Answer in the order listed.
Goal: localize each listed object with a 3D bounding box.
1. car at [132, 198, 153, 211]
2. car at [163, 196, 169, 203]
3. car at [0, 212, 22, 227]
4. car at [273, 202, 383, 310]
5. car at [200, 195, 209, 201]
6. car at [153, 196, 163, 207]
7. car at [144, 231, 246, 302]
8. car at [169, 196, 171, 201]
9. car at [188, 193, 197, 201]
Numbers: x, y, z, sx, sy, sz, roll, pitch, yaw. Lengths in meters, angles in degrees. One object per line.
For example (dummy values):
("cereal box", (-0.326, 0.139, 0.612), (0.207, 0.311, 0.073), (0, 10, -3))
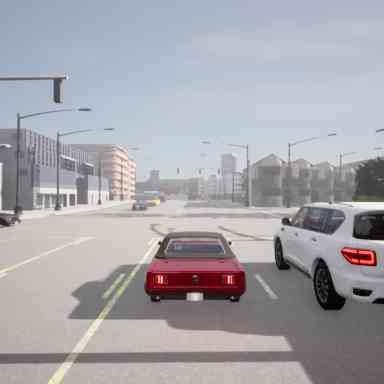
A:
("car", (-7.077, 1.853, 46.033), (2.128, 1.511, 4.902), (0, 0, 1))
("car", (-6.973, 1.686, 77.486), (1.837, 1.490, 4.892), (0, 1, 0))
("car", (-14.314, 1.656, 21.975), (5.357, 1.411, 2.033), (0, -1, -4))
("car", (3.566, 1.234, 7.953), (2.150, 2.045, 5.566), (0, 0, 0))
("car", (3.531, 1.525, 89.274), (2.097, 1.767, 4.553), (0, -1, 0))
("car", (-7.035, 1.864, 62.067), (1.882, 1.535, 5.008), (0, 0, 0))
("car", (0.072, 1.617, 8.246), (1.895, 1.301, 4.718), (0, 0, 0))
("car", (-6.968, 1.722, 92.477), (2.128, 1.511, 4.902), (0, 0, 0))
("car", (0.031, 1.391, 88.922), (2.150, 2.045, 5.566), (0, -1, 0))
